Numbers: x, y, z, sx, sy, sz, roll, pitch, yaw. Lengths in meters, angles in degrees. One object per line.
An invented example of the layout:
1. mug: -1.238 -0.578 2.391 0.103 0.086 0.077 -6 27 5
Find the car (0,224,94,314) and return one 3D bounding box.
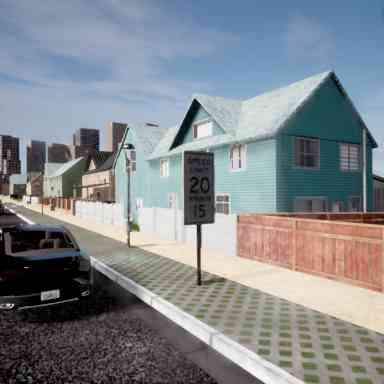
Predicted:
1. car: -3.703 1.507 7.710 1.837 1.490 4.892 0 0 -32

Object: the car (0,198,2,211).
1. car: -25.161 1.508 41.765 2.128 1.511 4.902 0 0 -32

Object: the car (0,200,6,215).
1. car: -19.598 1.504 33.016 2.128 1.511 4.902 0 0 -31
